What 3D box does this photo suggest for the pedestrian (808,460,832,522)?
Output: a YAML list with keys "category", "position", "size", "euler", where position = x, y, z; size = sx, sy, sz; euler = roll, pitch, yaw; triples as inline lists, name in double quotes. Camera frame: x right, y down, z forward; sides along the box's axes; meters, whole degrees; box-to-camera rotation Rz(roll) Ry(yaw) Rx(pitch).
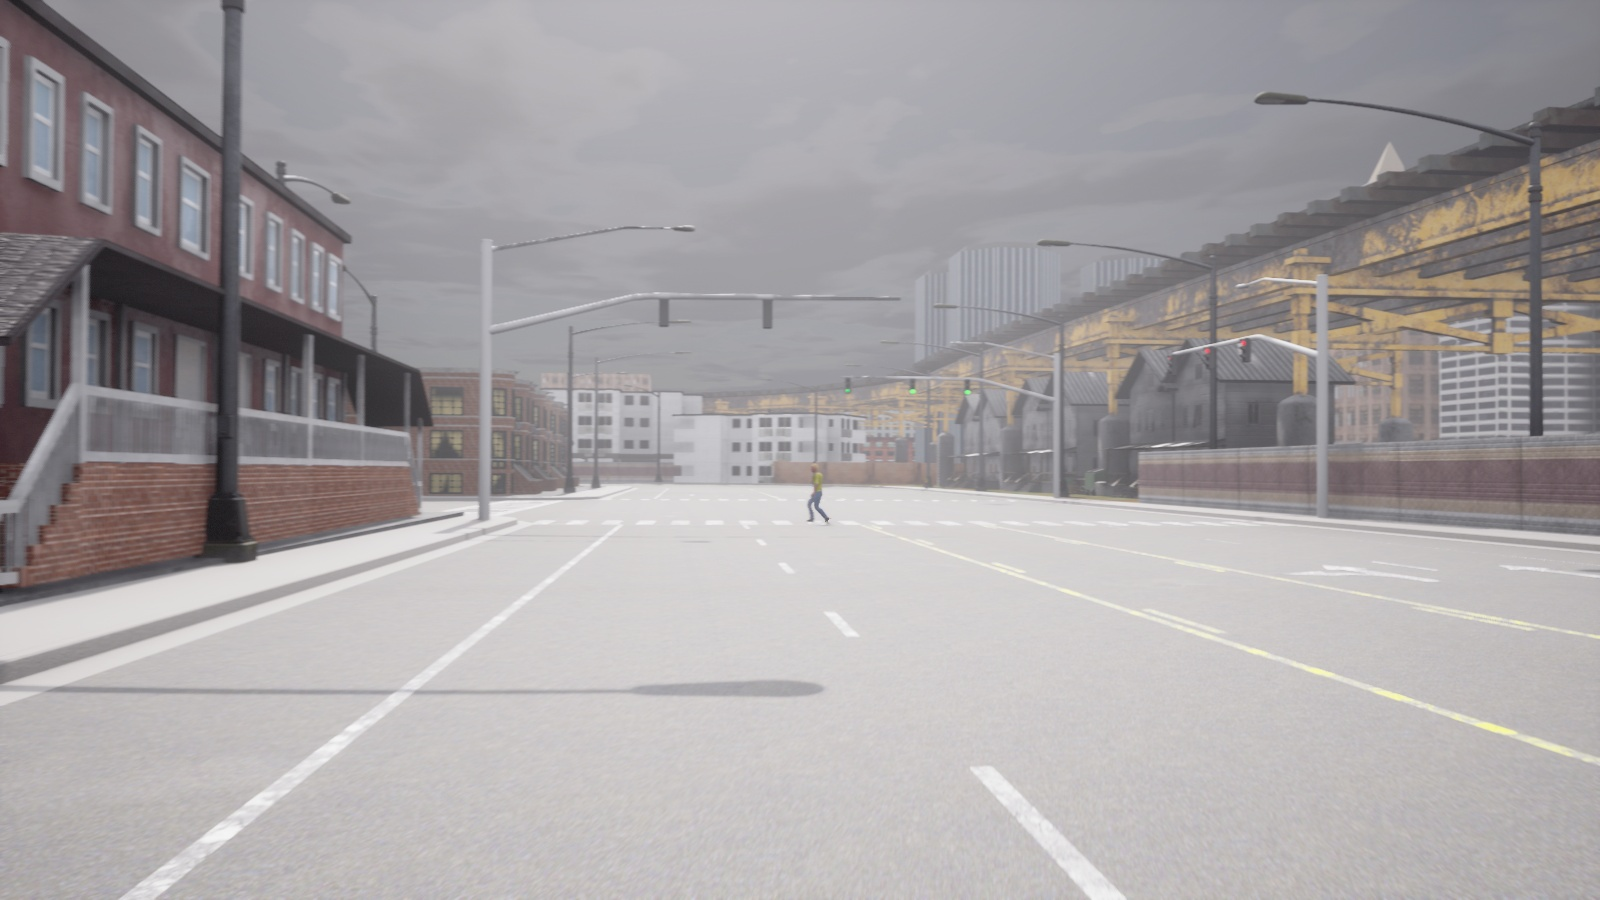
- category: "pedestrian"
  position: [0.603, 1.228, 37.624]
  size: [0.706, 1.836, 0.354]
  euler: [0, -1, 4]
